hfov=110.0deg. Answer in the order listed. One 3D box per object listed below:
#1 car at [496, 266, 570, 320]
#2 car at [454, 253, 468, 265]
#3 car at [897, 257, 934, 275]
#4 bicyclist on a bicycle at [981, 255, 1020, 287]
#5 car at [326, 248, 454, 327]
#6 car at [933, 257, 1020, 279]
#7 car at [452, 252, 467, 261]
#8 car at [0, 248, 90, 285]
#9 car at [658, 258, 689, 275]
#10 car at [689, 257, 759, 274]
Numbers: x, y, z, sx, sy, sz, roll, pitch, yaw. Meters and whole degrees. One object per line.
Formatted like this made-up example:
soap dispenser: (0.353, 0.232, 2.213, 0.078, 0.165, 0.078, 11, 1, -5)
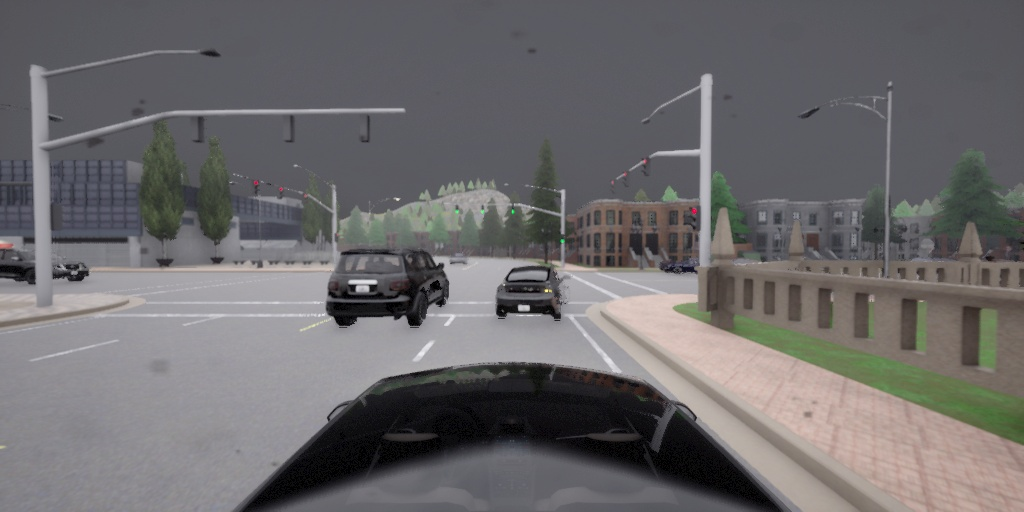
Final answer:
car: (0.782, 1.056, 11.717, 1.837, 1.490, 4.892, -1, 1, 11)
car: (-6.795, 0.471, 45.836, 1.895, 1.301, 4.718, 0, 1, -1)
car: (32.899, 0.789, 28.269, 5.357, 1.411, 2.033, 0, 1, 0)
bicyclist on a bicycle: (18.706, 0.808, 13.877, 0.582, 1.620, 1.656, 0, 1, 0)
car: (-3.404, 0.788, 10.881, 2.150, 2.045, 5.566, 0, 1, 0)
car: (32.754, 0.891, 24.772, 4.718, 1.301, 1.895, 0, 1, 0)
car: (-9.318, 0.087, 63.238, 1.994, 1.385, 4.181, 0, 1, -18)
car: (-28.567, 0.576, 21.131, 5.566, 2.045, 2.150, 1, 1, 0)
car: (14.231, 0.820, 28.357, 4.718, 1.301, 1.895, 0, 1, 0)
car: (15.257, 0.815, 24.850, 4.674, 1.442, 1.812, 0, 1, 0)
